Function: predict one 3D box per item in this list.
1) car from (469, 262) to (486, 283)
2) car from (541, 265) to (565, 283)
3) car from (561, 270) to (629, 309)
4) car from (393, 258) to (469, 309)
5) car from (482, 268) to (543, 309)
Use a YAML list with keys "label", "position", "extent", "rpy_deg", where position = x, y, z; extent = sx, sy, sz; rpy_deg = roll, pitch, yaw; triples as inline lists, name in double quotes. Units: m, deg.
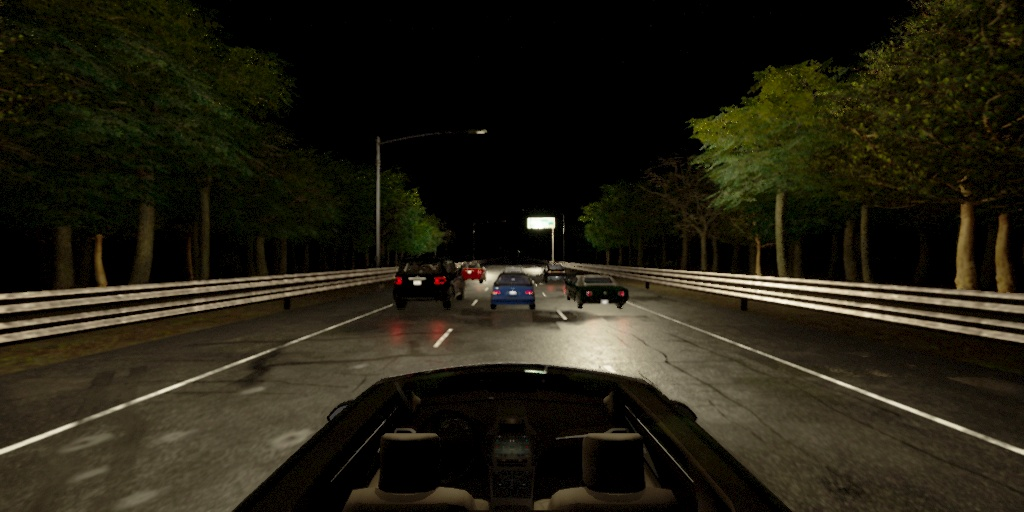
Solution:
- label: "car"
  position: [-3.403, 1.357, 30.861]
  extent: [2.097, 1.767, 4.553]
  rpy_deg: [0, -1, 0]
- label: "car"
  position: [3.598, 1.502, 31.054]
  extent: [2.128, 1.511, 4.902]
  rpy_deg: [0, 0, 0]
- label: "car"
  position: [3.542, 1.483, 15.872]
  extent: [1.895, 1.301, 4.718]
  rpy_deg: [0, 0, 0]
- label: "car"
  position: [-3.458, 1.098, 15.814]
  extent: [2.150, 2.045, 5.566]
  rpy_deg: [0, 0, 0]
- label: "car"
  position: [0.042, 1.429, 15.767]
  extent: [2.033, 1.411, 5.357]
  rpy_deg: [0, -1, 0]
